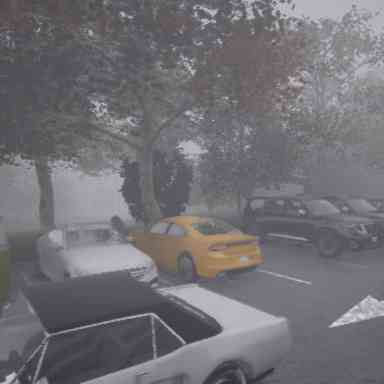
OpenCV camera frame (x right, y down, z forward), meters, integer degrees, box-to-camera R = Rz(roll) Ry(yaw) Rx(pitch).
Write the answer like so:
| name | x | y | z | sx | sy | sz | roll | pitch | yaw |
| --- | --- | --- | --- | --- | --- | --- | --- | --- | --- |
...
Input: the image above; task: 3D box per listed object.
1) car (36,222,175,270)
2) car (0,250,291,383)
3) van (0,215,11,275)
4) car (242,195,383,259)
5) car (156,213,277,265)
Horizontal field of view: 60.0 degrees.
| name | x | y | z | sx | sy | sz | roll | pitch | yaw |
| --- | --- | --- | --- | --- | --- | --- | --- | --- | --- |
| car | -2.576 | 1.510 | 8.218 | 2.002 | 1.452 | 4.674 | 0 | 0 | -35 |
| car | -1.324 | 1.597 | 3.051 | 4.718 | 1.301 | 1.895 | 0 | 0 | -35 |
| van | -4.906 | 1.256 | 6.713 | 1.878 | 1.987 | 4.442 | 0 | 0 | -35 |
| car | 4.333 | 1.183 | 13.058 | 2.435 | 2.045 | 5.566 | 0 | 0 | -35 |
| car | -0.206 | 1.457 | 9.881 | 2.097 | 1.535 | 5.008 | 0 | 0 | -35 |
